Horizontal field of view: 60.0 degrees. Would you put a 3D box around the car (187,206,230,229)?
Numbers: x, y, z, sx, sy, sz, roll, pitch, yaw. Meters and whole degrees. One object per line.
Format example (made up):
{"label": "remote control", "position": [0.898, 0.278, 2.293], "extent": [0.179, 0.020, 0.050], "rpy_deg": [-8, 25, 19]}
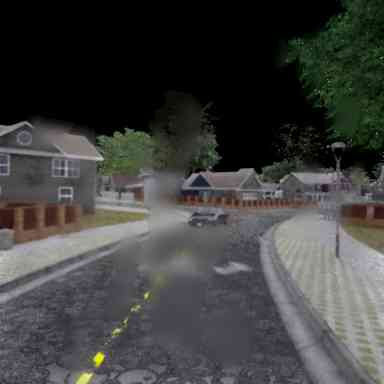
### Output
{"label": "car", "position": [1.341, 1.707, 23.686], "extent": [2.033, 1.411, 5.357], "rpy_deg": [1, 0, 19]}
